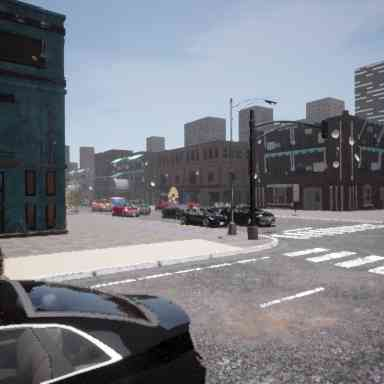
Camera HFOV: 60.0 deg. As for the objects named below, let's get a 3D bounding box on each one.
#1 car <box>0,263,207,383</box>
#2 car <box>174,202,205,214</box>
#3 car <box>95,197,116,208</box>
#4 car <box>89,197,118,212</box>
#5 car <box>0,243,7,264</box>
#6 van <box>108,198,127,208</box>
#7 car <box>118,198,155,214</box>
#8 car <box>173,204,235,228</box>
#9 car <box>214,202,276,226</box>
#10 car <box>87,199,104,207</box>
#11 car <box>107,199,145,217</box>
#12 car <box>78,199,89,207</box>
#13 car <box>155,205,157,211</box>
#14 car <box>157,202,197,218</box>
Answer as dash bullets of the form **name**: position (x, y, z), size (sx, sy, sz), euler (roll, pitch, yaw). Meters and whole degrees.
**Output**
- **car**: position (-2.147, 1.507, 2.153), size (4.892, 1.490, 1.837), euler (1, 0, -36)
- **car**: position (-0.362, 1.903, 40.910), size (1.802, 1.307, 4.206), euler (-2, 0, -36)
- **car**: position (-16.451, 1.939, 63.431), size (2.192, 1.841, 5.009), euler (-1, 0, -36)
- **car**: position (-12.879, 1.881, 48.560), size (2.097, 1.767, 4.553), euler (-1, 0, -35)
- **car**: position (-5.284, 1.223, 3.902), size (5.566, 2.045, 2.150), euler (0, 0, -36)
- **van**: position (-13.234, 1.906, 58.927), size (1.690, 1.788, 3.998), euler (-1, 0, -36)
- **car**: position (-6.763, 1.765, 39.924), size (2.097, 1.767, 4.553), euler (-1, 0, -35)
- **car**: position (0.785, 1.814, 24.674), size (1.947, 1.339, 4.313), euler (-2, 0, -36)
- **car**: position (4.006, 1.706, 24.788), size (1.837, 1.490, 4.892), euler (-1, 0, -34)
- **car**: position (-19.663, 2.227, 67.936), size (1.887, 1.381, 4.507), euler (-1, 0, -36)
- **car**: position (-7.183, 1.846, 36.037), size (1.967, 1.590, 4.097), euler (-1, 0, -36)
- **car**: position (-21.310, 2.192, 65.805), size (2.128, 1.511, 4.902), euler (-1, 0, -36)
- **car**: position (-3.577, 1.965, 45.414), size (1.802, 1.307, 4.206), euler (-2, 0, -36)
- **car**: position (-1.240, 1.868, 32.204), size (1.994, 1.385, 4.181), euler (-1, 0, -35)
